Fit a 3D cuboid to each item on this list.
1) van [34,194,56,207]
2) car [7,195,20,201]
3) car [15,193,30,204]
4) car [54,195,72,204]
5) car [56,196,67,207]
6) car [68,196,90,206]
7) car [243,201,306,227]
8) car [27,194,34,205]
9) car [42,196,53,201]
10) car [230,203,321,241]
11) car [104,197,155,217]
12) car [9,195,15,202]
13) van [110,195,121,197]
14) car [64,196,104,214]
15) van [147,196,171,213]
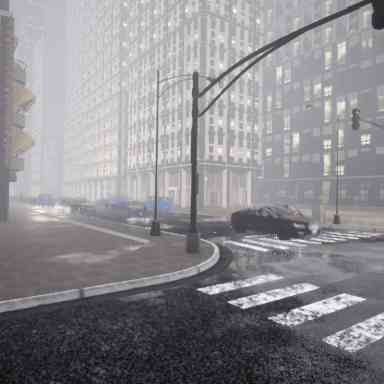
[{"bbox_3d":[-20.525,1.197,46.792,1.690,1.788,3.998,1,-1,-35],"label":"van"},{"bbox_3d":[-40.042,1.378,74.500,2.008,1.369,4.403,1,-1,-35],"label":"car"},{"bbox_3d":[-30.281,1.155,60.647,2.192,1.841,5.009,1,-1,-35],"label":"car"},{"bbox_3d":[-24.014,1.433,61.795,1.882,1.535,5.008,1,-1,-35],"label":"car"},{"bbox_3d":[-16.969,1.511,46.337,1.895,1.301,4.718,1,-1,-35],"label":"car"},{"bbox_3d":[-18.232,1.457,53.584,2.128,1.511,4.902,1,-1,-35],"label":"car"},{"bbox_3d":[5.839,1.505,23.905,1.967,1.590,4.097,1,-1,-35],"label":"car"},{"bbox_3d":[-23.781,1.432,51.408,1.802,1.307,4.206,1,-1,-35],"label":"car"},{"bbox_3d":[-36.445,1.570,83.942,1.802,1.307,4.206,1,-1,-35],"label":"car"},{"bbox_3d":[3.953,1.453,16.516,2.128,1.511,4.902,1,0,-35],"label":"car"},{"bbox_3d":[-5.856,1.481,30.451,2.033,1.411,5.357,1,-1,-35],"label":"car"},{"bbox_3d":[-36.790,1.397,69.882,1.947,1.339,4.313,1,-1,-35],"label":"car"},{"bbox_3d":[-10.421,1.368,46.998,1.690,1.788,3.998,1,-1,-35],"label":"van"},{"bbox_3d":[-10.772,1.427,32.935,2.008,1.369,4.403,1,-1,-35],"label":"car"},{"bbox_3d":[-3.917,1.382,37.761,1.690,1.788,3.998,1,-1,-35],"label":"van"}]
